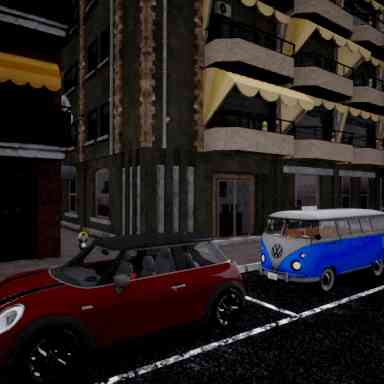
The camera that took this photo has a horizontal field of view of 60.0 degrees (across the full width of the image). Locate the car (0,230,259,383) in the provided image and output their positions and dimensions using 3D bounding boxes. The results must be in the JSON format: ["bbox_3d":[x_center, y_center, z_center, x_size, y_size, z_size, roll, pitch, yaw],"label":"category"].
[{"bbox_3d":[-1.140,1.440,5.280,4.097,1.590,1.967,0,0,-35],"label":"car"}]

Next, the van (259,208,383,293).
[{"bbox_3d":[3.494,1.343,8.582,3.998,1.788,1.690,0,0,-35],"label":"van"}]
